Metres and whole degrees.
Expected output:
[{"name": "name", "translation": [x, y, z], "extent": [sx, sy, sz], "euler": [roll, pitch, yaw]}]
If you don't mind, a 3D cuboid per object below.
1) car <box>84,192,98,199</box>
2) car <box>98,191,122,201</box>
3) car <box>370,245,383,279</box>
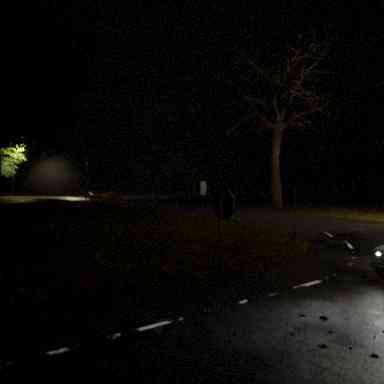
[{"name": "car", "translation": [-17.942, 0.621, 60.303], "extent": [2.033, 1.411, 5.357], "euler": [2, -1, -36]}, {"name": "car", "translation": [-12.876, 0.588, 53.335], "extent": [1.882, 1.535, 5.008], "euler": [2, -1, -35]}, {"name": "car", "translation": [6.605, 1.520, 8.581], "extent": [4.718, 1.301, 1.895], "euler": [-2, 2, -35]}]
